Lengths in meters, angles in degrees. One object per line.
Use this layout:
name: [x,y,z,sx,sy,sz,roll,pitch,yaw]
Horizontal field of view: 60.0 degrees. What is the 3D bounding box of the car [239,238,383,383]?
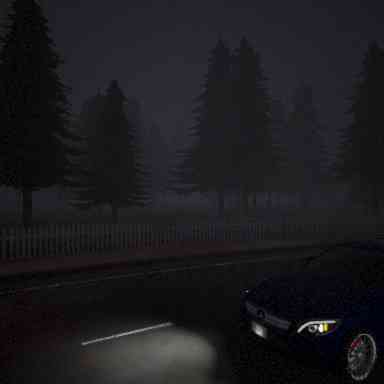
car: [2.972,1.522,5.317,4.674,1.442,1.812,0,0,-25]
